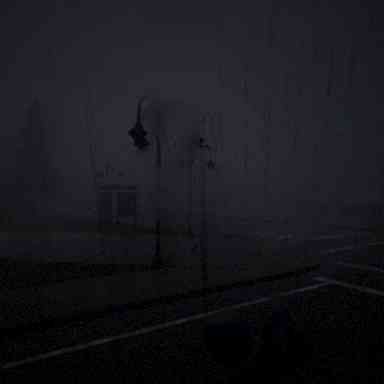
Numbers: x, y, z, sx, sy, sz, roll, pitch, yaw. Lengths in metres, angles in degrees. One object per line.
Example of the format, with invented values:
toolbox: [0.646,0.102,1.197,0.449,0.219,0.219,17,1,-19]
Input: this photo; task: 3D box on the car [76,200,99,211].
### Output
car: [-14.062,1.723,44.997,2.033,1.411,5.357,1,0,-36]

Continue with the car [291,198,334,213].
car: [14.621,1.787,40.479,1.970,1.475,3.806,1,0,-36]

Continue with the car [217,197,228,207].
car: [3.897,1.735,55.757,2.152,1.636,5.027,1,0,-36]

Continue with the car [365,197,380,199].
car: [36.707,1.878,68.822,1.932,1.855,4.605,1,0,-36]

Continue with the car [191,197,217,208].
car: [1.374,1.709,53.892,2.007,1.523,4.514,1,0,-36]

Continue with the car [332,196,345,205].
car: [26.154,1.942,62.164,2.007,1.523,4.514,1,0,-36]

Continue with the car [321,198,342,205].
car: [31.748,2.141,75.700,1.970,1.475,3.806,1,0,-36]

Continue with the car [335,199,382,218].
car: [16.506,1.744,32.708,1.845,1.501,3.633,1,0,-36]

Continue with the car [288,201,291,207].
car: [17.996,1.854,56.393,1.845,1.501,3.633,1,0,-36]
